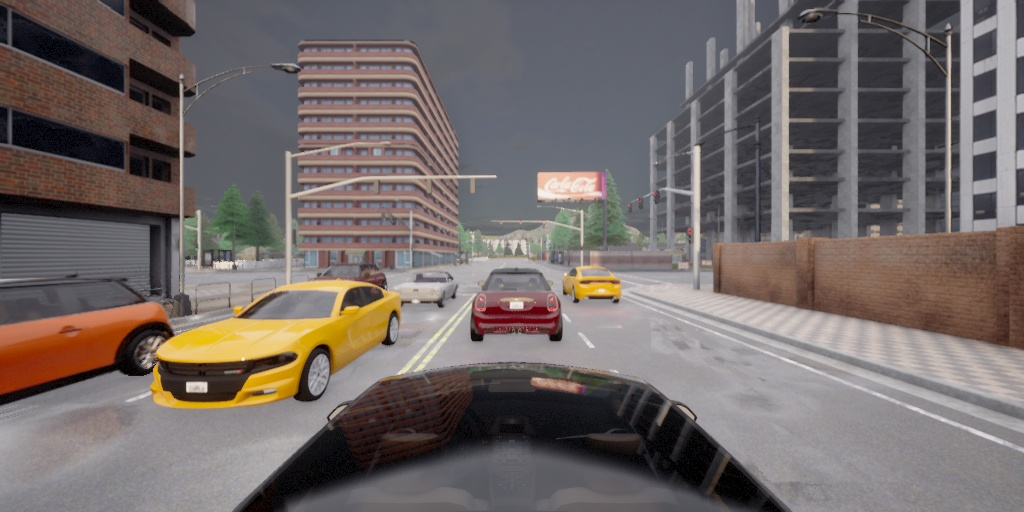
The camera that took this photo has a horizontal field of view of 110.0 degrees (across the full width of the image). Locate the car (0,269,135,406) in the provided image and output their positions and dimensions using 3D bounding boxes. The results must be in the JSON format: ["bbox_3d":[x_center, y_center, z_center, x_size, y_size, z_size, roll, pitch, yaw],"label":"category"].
[{"bbox_3d":[-7.083,1.098,4.411,2.097,1.767,4.553,0,0,0],"label":"car"}]

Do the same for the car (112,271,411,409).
[{"bbox_3d":[-3.577,1.222,6.587,1.882,1.535,5.008,0,0,0],"label":"car"}]

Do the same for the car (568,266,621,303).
[{"bbox_3d":[3.499,1.211,16.471,1.882,1.535,5.008,0,0,0],"label":"car"}]

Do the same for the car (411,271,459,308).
[{"bbox_3d":[-3.501,1.336,15.240,1.895,1.301,4.718,0,0,0],"label":"car"}]

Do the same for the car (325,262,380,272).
[{"bbox_3d":[-7.001,1.087,15.300,2.097,1.767,4.553,0,0,0],"label":"car"}]

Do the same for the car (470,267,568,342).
[{"bbox_3d":[0.100,1.093,9.943,2.097,1.767,4.553,0,0,0],"label":"car"}]
